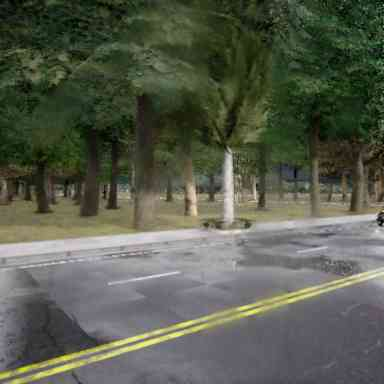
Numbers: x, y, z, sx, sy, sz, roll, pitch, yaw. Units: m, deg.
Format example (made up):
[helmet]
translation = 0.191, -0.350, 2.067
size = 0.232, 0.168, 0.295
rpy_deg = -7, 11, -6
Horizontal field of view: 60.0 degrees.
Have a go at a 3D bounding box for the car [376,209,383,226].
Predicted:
[car]
translation = 13.827, 1.458, 21.519
size = 4.902, 1.511, 2.128
rpy_deg = 0, 0, -35
